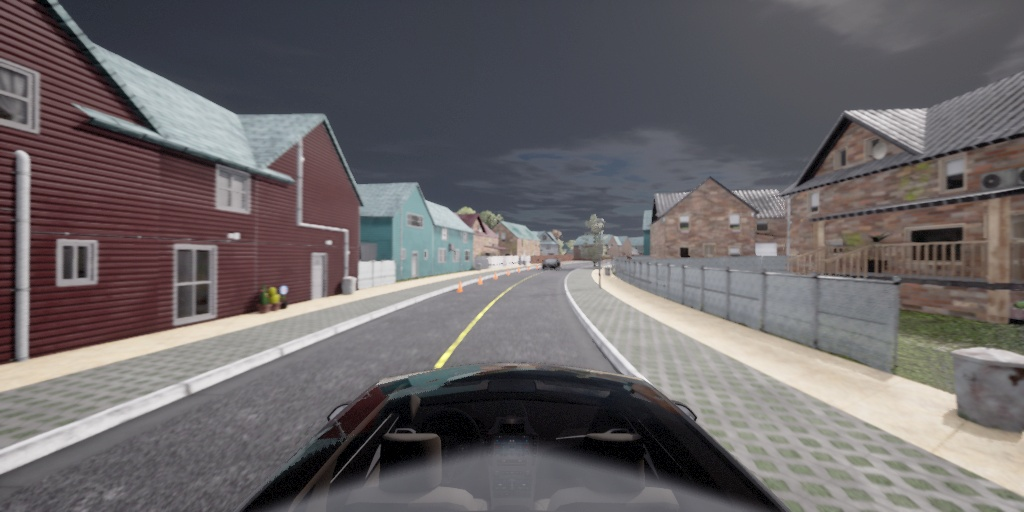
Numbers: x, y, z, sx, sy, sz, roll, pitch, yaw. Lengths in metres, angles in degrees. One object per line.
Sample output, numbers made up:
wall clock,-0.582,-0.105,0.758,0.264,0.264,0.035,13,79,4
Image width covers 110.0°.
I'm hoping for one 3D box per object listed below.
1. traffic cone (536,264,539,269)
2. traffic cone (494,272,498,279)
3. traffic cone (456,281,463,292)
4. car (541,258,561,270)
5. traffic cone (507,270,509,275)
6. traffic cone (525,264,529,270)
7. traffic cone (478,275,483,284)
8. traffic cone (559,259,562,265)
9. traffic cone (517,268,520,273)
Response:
traffic cone,3.506,1.460,49.412,0.340,0.580,0.340,0,0,18
traffic cone,-1.371,1.598,29.702,0.340,0.580,0.340,0,0,10
traffic cone,-2.852,1.650,19.655,0.340,0.580,0.340,0,0,7
car,5.190,1.008,47.266,1.882,1.535,5.008,0,0,17
traffic cone,-0.390,1.563,34.686,0.340,0.580,0.340,0,0,12
traffic cone,2.050,1.496,44.546,0.340,0.580,0.340,0,0,16
traffic cone,-2.193,1.627,24.691,0.340,0.580,0.340,0,0,8
traffic cone,8.800,1.338,63.695,0.340,0.580,0.340,0,0,23
traffic cone,0.751,1.530,39.636,0.340,0.580,0.340,0,0,14
